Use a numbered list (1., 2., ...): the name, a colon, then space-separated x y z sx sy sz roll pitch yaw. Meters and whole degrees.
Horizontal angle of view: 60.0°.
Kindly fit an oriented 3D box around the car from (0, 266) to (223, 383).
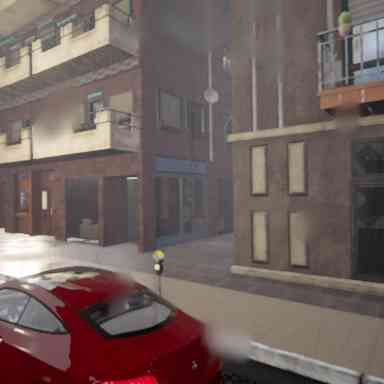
1. car: -1.634 1.586 4.012 4.206 1.307 1.802 0 -1 35
